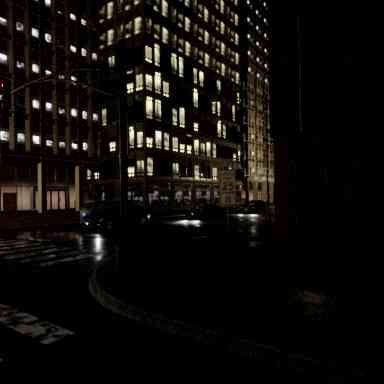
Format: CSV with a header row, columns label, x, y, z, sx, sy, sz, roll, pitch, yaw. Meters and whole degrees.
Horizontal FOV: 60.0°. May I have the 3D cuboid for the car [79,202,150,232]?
label,x,y,z,sx,sy,sz,roll,pitch,yaw
car,-4.675,1.571,20.993,1.837,1.490,4.892,-1,-1,33

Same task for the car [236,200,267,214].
label,x,y,z,sx,sy,sz,roll,pitch,yaw
car,7.087,1.631,37.281,1.812,1.442,4.674,-1,-1,36

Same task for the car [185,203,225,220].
label,x,y,z,sx,sy,sz,roll,pitch,yaw
car,1.188,1.649,29.095,1.994,1.385,4.181,-1,-1,36

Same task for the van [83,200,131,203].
label,x,y,z,sx,sy,sz,roll,pitch,yaw
van,-6.017,1.460,23.528,1.690,1.788,3.998,-2,-1,36
